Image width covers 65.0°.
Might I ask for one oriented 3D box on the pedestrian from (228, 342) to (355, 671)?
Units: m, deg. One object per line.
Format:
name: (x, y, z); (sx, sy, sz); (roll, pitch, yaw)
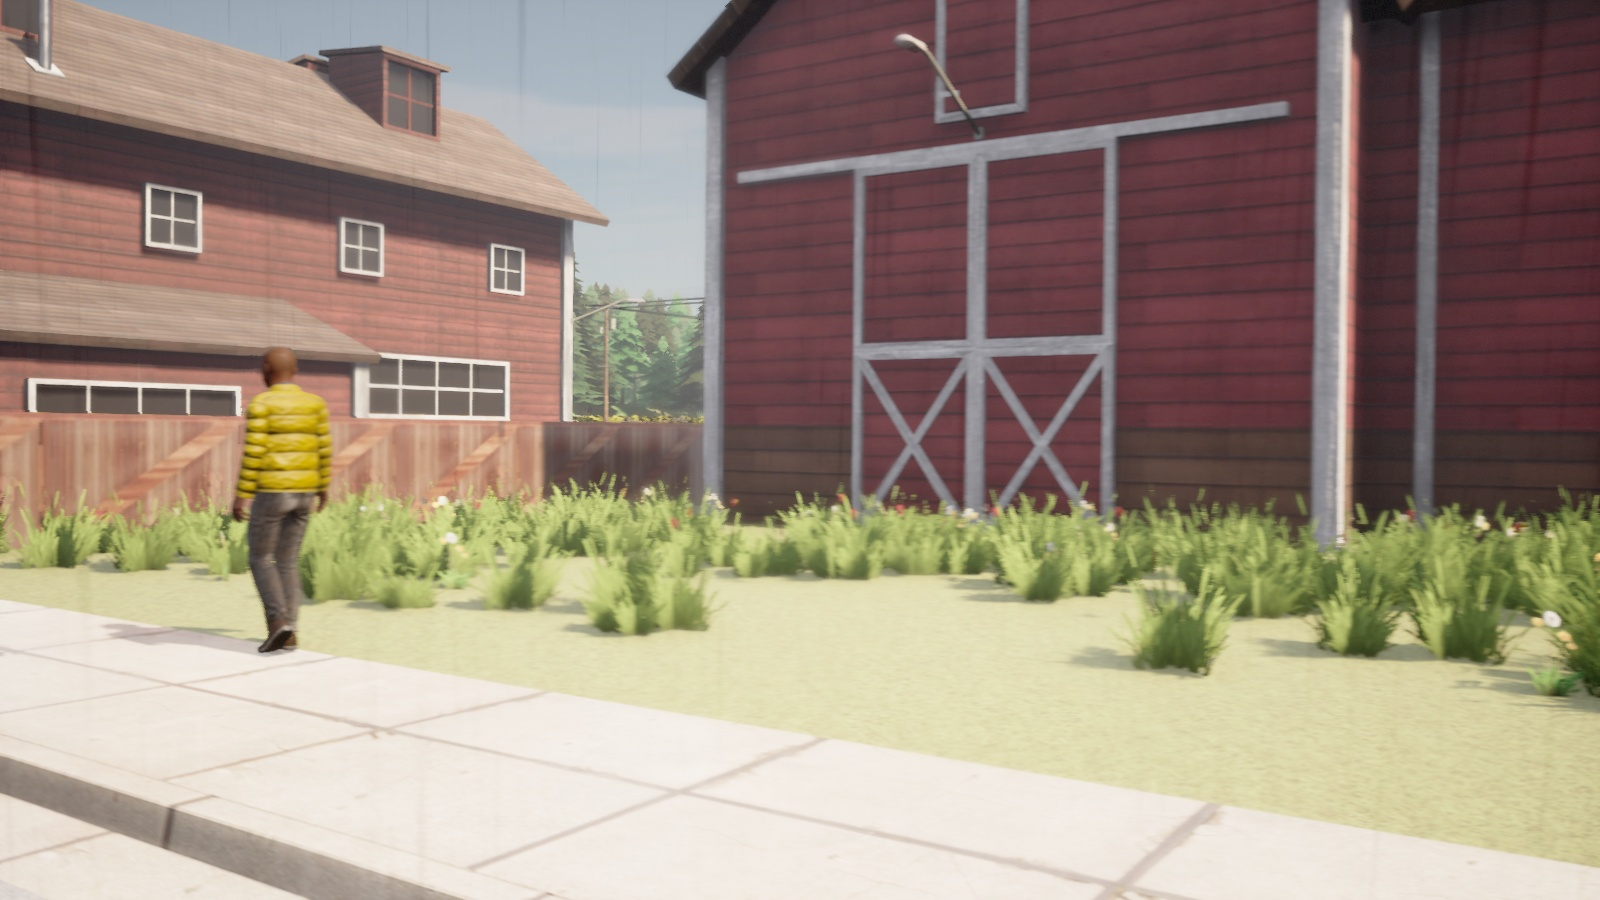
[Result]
pedestrian: (-2.986, 0.313, 7.368); (0.726, 1.835, 0.370); (0, 1, 40)
